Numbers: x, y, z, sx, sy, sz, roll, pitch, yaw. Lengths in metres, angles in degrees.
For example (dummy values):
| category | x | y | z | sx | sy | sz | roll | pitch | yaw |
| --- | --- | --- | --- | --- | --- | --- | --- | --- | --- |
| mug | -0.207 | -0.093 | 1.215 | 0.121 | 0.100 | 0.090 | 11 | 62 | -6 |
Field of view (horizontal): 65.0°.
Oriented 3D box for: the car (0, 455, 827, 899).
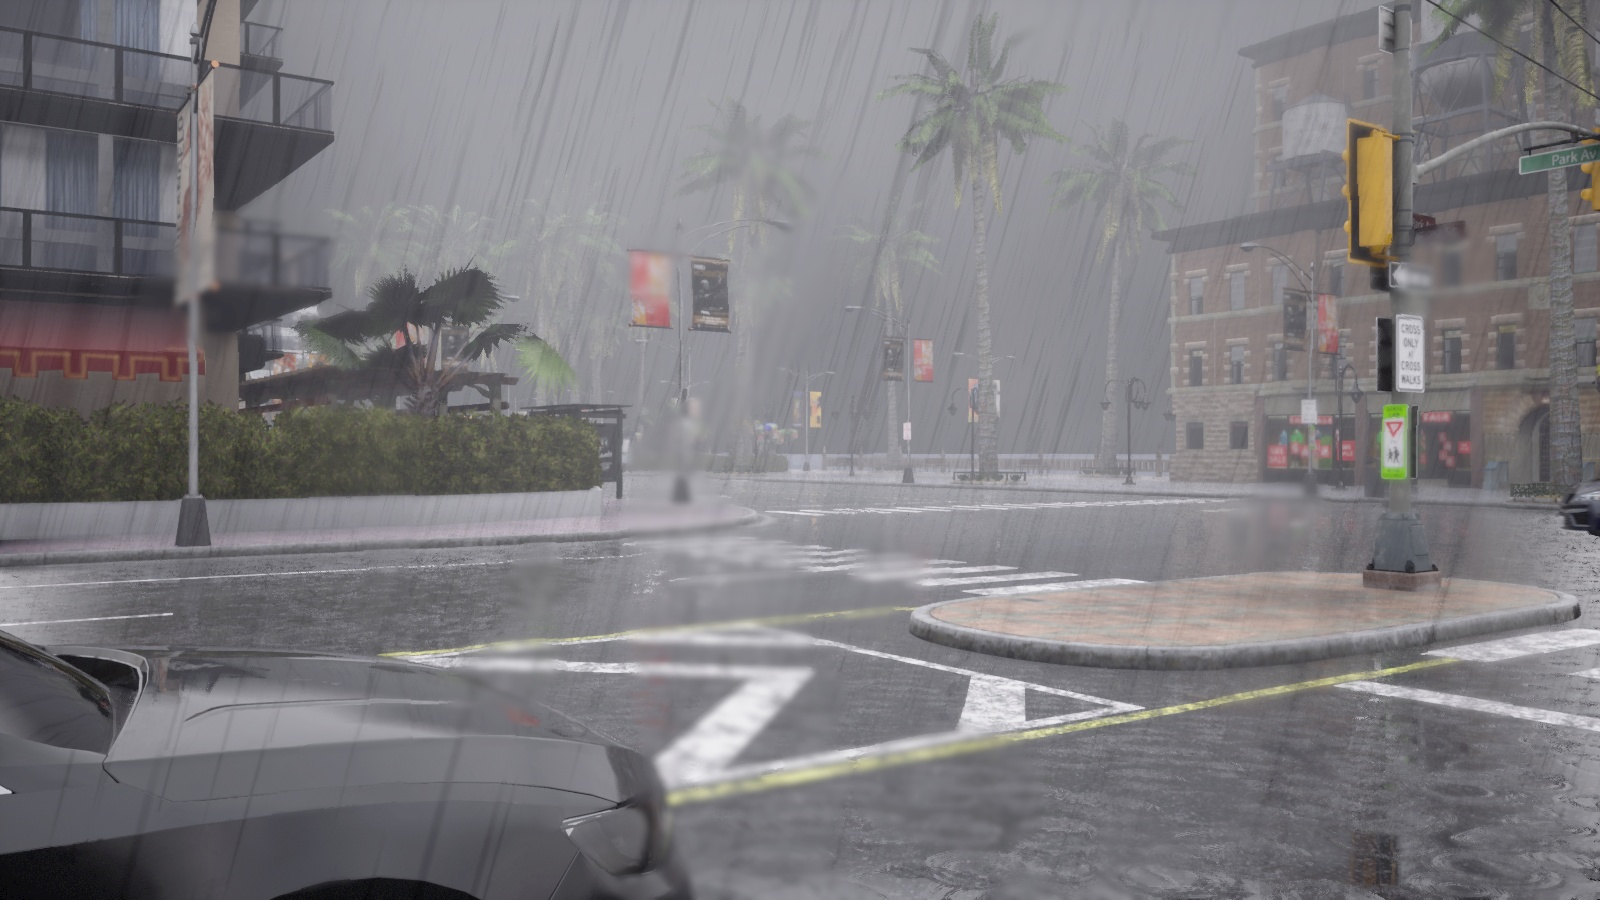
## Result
| category | x | y | z | sx | sy | sz | roll | pitch | yaw |
| --- | --- | --- | --- | --- | --- | --- | --- | --- | --- |
| car | -2.478 | 0.760 | 1.933 | 4.892 | 1.490 | 1.837 | 0 | 0 | -35 |

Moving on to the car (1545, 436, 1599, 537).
| category | x | y | z | sx | sy | sz | roll | pitch | yaw |
| --- | --- | --- | --- | --- | --- | --- | --- | --- | --- |
| car | 15.397 | 0.608 | 21.177 | 4.611 | 1.667 | 2.242 | 0 | 0 | 23 |
